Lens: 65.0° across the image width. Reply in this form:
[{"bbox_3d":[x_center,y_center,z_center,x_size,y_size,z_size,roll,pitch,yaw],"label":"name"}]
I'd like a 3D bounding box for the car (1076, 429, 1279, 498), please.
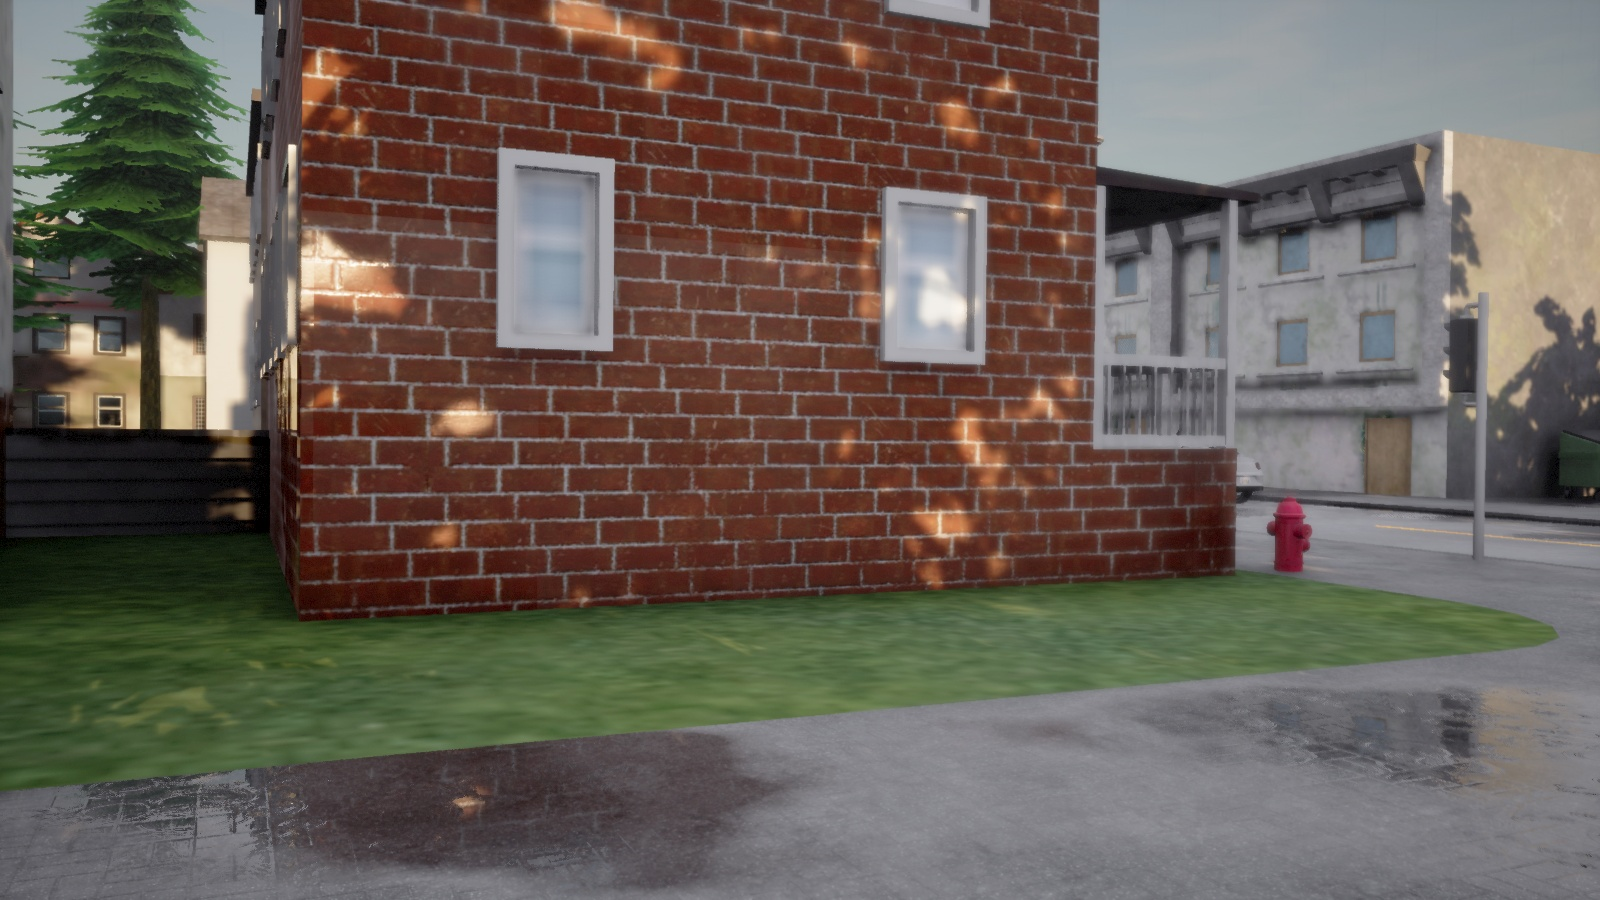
[{"bbox_3d":[8.585,0.259,29.017,1.812,1.442,4.674,-1,1,-25],"label":"car"}]
